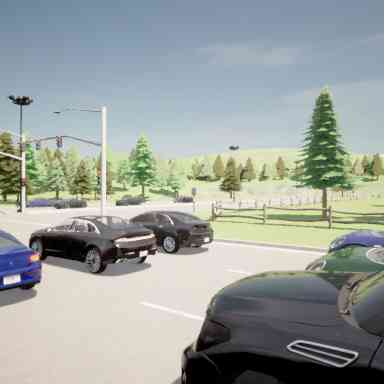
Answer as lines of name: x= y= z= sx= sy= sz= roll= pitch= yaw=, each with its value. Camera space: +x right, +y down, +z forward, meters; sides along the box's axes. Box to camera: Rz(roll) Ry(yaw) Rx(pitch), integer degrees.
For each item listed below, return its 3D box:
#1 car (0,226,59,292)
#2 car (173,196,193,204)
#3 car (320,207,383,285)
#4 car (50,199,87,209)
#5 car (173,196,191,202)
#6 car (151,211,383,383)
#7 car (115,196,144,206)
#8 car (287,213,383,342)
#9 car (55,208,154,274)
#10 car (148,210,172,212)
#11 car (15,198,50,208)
car: x=-5.347 y=1.526 z=7.788 sx=4.674 sy=1.442 sz=1.812 roll=0 pitch=0 yaw=36
car: x=-1.706 y=1.492 z=64.189 sx=2.128 sy=1.511 sz=4.902 roll=0 pitch=0 yaw=35
car: x=5.874 y=1.352 z=8.400 sx=4.553 sy=1.767 sz=2.097 roll=0 pitch=0 yaw=35
car: x=-15.939 y=1.564 z=43.788 sx=1.994 sy=1.385 sz=4.181 roll=0 pitch=0 yaw=35
car: x=-2.228 y=1.538 z=75.536 sx=1.994 sy=1.385 sz=4.181 roll=0 pitch=0 yaw=36
car: x=2.556 y=1.221 z=2.169 sx=5.566 sy=2.045 sz=2.150 roll=0 pitch=0 yaw=36
car: x=-10.086 y=1.564 z=52.207 sx=1.994 sy=1.385 sz=4.181 roll=0 pitch=0 yaw=35
car: x=4.126 y=1.352 z=5.348 sx=4.553 sy=1.767 sz=2.097 roll=0 pitch=0 yaw=36
car: x=-3.305 y=1.492 z=10.628 sx=4.902 sy=1.511 sz=2.128 roll=0 pitch=0 yaw=36
car: x=-1.430 y=1.505 z=13.590 sx=4.892 sy=1.490 sz=1.837 roll=0 pitch=0 yaw=36
car: x=-22.068 y=1.547 z=47.235 sx=2.033 sy=1.411 sz=5.357 roll=0 pitch=0 yaw=35
